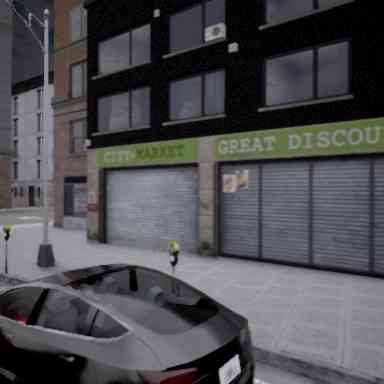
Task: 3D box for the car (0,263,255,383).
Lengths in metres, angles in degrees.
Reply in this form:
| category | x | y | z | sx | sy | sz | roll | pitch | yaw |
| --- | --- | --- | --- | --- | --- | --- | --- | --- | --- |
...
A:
| category | x | y | z | sx | sy | sz | roll | pitch | yaw |
| --- | --- | --- | --- | --- | --- | --- | --- | --- | --- |
| car | -1.366 | 1.582 | 4.067 | 4.313 | 1.339 | 1.947 | 0 | 0 | 36 |
